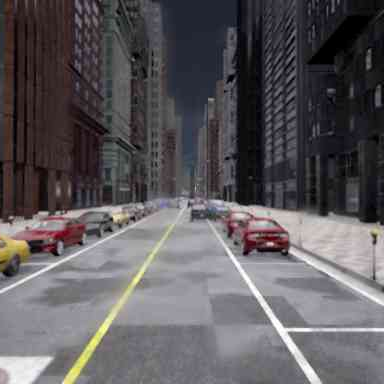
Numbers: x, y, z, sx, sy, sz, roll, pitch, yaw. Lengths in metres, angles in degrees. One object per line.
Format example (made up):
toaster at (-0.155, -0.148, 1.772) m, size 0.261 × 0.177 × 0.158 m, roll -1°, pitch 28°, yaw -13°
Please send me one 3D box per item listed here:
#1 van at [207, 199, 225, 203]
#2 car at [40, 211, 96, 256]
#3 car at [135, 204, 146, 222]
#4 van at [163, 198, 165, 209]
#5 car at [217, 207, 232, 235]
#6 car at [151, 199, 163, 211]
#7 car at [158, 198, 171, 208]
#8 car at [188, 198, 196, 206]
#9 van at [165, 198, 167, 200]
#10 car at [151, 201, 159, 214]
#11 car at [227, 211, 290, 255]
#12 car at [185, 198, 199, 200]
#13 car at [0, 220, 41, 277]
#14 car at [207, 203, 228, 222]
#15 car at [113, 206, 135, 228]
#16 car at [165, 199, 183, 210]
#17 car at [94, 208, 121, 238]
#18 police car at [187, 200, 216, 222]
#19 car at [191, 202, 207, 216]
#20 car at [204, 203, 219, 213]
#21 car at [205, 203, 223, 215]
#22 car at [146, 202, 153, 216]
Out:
van at (2.759, 1.834, 36.515) m, size 1.690 × 1.788 × 3.998 m, roll 0°, pitch -1°, yaw 0°
car at (-5.764, 1.731, 13.952) m, size 1.887 × 1.381 × 4.507 m, roll 0°, pitch -1°, yaw 0°
car at (-5.765, 1.980, 30.859) m, size 1.947 × 1.339 × 4.313 m, roll 0°, pitch -1°, yaw 0°
van at (-5.767, 2.072, 53.407) m, size 1.690 × 1.788 × 3.998 m, roll 0°, pitch -1°, yaw 0°
car at (2.760, 1.807, 19.606) m, size 1.887 × 1.381 × 4.507 m, roll 0°, pitch -1°, yaw 0°
car at (-5.767, 2.090, 47.770) m, size 1.967 × 1.590 × 4.097 m, roll 0°, pitch -1°, yaw 0°
car at (-5.768, 2.289, 70.314) m, size 2.192 × 1.841 × 5.009 m, roll 0°, pitch -1°, yaw 0°
car at (-0.003, 2.411, 82.306) m, size 2.097 × 1.767 × 4.553 m, roll 0°, pitch -1°, yaw 0°
van at (-5.767, 2.152, 59.043) m, size 1.690 × 1.788 × 3.998 m, roll 0°, pitch -1°, yaw 0°
car at (-5.766, 2.137, 42.132) m, size 1.947 × 1.339 × 4.313 m, roll 0°, pitch -1°, yaw 0°
car at (2.761, 1.731, 13.970) m, size 1.887 × 1.381 × 4.507 m, roll 0°, pitch -1°, yaw 0°
car at (-0.003, 2.393, 67.334) m, size 1.882 × 1.535 × 5.008 m, roll 0°, pitch -1°, yaw 0°
car at (-5.764, 1.635, 8.146) m, size 1.752 × 1.417 × 4.829 m, roll 0°, pitch -1°, yaw 0°
car at (2.760, 1.966, 30.877) m, size 2.008 × 1.369 × 4.403 m, roll 0°, pitch -1°, yaw 0°
car at (-5.765, 1.861, 25.054) m, size 1.752 × 1.417 × 4.829 m, roll 0°, pitch -1°, yaw 0°
car at (-3.061, 2.346, 57.034) m, size 1.994 × 1.385 × 4.181 m, roll 0°, pitch -1°, yaw 0°
car at (-5.765, 1.827, 19.587) m, size 1.947 × 1.339 × 4.313 m, roll 0°, pitch -1°, yaw 0°
police car at (0.775, 1.848, 31.347) m, size 1.930 × 1.638 × 5.238 m, roll 0°, pitch -1°, yaw -2°
car at (0.836, 2.064, 41.262) m, size 1.837 × 1.490 × 4.892 m, roll 0°, pitch -1°, yaw 0°
car at (2.759, 2.233, 47.784) m, size 1.802 × 1.307 × 4.206 m, roll 0°, pitch -1°, yaw 0°
car at (2.759, 2.122, 42.148) m, size 2.008 × 1.369 × 4.403 m, roll 0°, pitch -1°, yaw 0°
car at (-5.766, 2.074, 36.496) m, size 1.802 × 1.307 × 4.206 m, roll 0°, pitch -1°, yaw 0°
